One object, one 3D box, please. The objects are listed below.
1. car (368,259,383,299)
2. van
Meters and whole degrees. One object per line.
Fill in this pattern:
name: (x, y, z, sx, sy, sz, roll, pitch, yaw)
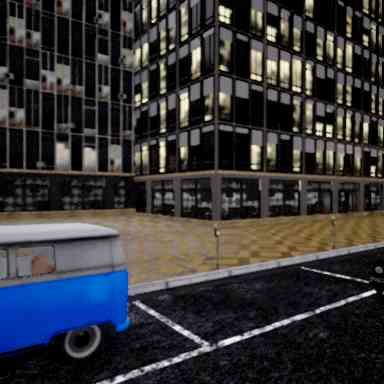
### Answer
car: (5.874, 1.641, 7.265, 4.718, 1.301, 1.895, 0, 0, -36)
van: (-2.796, 1.343, 4.282, 3.998, 1.788, 1.690, 0, 0, -36)
